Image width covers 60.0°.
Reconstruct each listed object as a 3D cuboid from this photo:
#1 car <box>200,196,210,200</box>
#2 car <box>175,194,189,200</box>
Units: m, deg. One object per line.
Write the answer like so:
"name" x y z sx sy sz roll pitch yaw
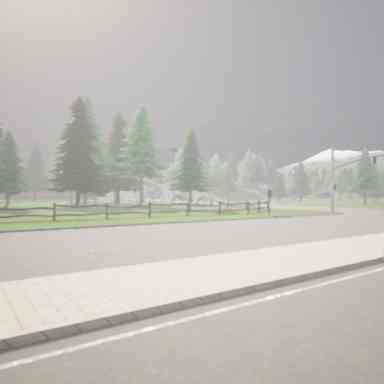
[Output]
"car" 3.438 1.733 87.321 1.837 1.490 4.892 1 0 -35
"car" -2.290 1.392 83.302 2.150 2.045 5.566 1 0 -35
